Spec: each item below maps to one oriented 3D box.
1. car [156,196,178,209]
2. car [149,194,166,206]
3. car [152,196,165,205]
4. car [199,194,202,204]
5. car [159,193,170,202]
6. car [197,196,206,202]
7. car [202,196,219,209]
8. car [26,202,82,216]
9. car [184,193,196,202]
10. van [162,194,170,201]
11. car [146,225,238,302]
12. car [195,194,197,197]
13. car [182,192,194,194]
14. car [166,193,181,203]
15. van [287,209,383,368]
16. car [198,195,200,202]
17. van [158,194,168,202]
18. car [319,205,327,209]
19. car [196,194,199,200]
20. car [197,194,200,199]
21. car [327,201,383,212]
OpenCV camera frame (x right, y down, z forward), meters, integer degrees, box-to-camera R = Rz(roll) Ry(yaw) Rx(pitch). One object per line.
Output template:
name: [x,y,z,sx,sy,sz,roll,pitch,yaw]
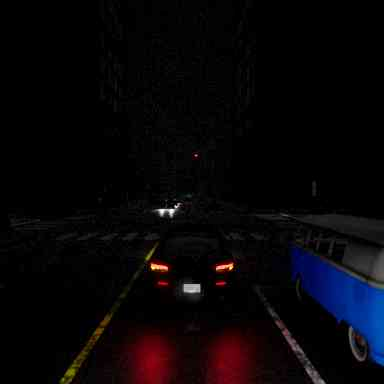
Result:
car: [-3.301,1.555,44.570,1.994,1.385,4.181,0,0,-1]
car: [-6.025,1.300,55.594,2.192,1.841,5.009,0,0,-1]
car: [-6.100,1.532,61.121,2.008,1.369,4.403,0,0,-1]
car: [2.575,1.429,50.185,1.967,1.590,4.097,0,0,-1]
car: [-6.327,1.281,77.696,2.192,1.841,5.009,0,0,-1]
car: [2.198,1.547,77.812,1.802,1.307,4.206,0,0,-1]
car: [2.649,1.516,44.830,1.752,1.417,4.829,0,0,-1]
car: [-13.030,1.573,31.592,4.718,1.301,1.895,0,0,-2]
car: [-0.610,1.562,74.216,1.895,1.301,4.718,0,0,-1]
van: [-6.400,1.300,83.220,1.690,1.788,3.998,0,0,-1]
car: [0.000,1.525,8.148,1.812,1.442,4.674,0,0,0]
car: [2.274,1.522,72.286,2.008,1.369,4.403,0,0,-1]
car: [-0.746,1.077,84.216,2.150,2.045,5.566,0,0,-1]
car: [-3.450,1.336,56.394,2.097,1.767,4.553,0,0,-1]
van: [2.854,1.341,5.470,1.690,1.788,3.998,0,0,0]
car: [2.500,1.536,55.710,2.008,1.369,4.403,0,0,-1]
van: [-6.251,1.313,72.170,1.690,1.788,3.998,0,0,-1]
car: [14.420,1.584,32.105,4.718,1.301,1.895,0,0,2]
car: [2.349,1.521,66.762,1.887,1.381,4.507,0,0,-1]
car: [2.425,1.547,61.236,1.947,1.339,4.313,0,0,-1]
car: [14.605,1.517,28.854,4.674,1.442,1.812,0,0,-3]
